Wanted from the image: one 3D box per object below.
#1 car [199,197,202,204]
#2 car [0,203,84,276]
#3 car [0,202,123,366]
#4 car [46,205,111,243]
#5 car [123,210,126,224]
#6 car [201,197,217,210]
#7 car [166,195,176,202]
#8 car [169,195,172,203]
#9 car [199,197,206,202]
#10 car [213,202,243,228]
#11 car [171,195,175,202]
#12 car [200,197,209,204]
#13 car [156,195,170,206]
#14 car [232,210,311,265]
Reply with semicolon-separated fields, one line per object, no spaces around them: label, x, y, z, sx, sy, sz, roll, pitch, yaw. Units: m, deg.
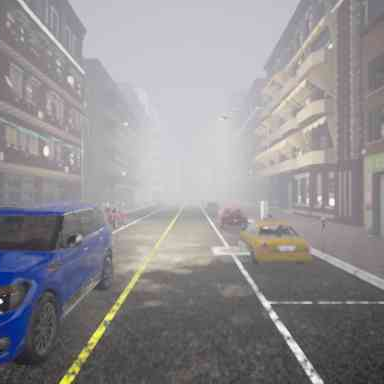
car;2.690;1.819;68.113;1.752;1.417;4.829;0;0;0
car;-5.688;1.366;11.586;2.192;1.841;5.009;0;0;0
car;-2.999;1.250;6.192;2.150;2.045;5.566;0;0;0
car;-5.689;1.516;17.221;1.967;1.590;4.097;0;0;0
car;-5.689;1.645;22.858;1.887;1.381;4.507;0;0;0
car;2.690;1.748;45.398;2.008;1.369;4.403;0;0;0
car;-5.691;1.702;90.493;2.192;1.841;5.009;0;0;0
car;-5.692;1.843;67.947;2.008;1.369;4.403;0;0;0
car;2.689;1.946;84.851;1.802;1.307;4.206;0;0;0
car;2.691;1.645;22.854;1.887;1.381;4.507;0;0;0
car;-5.692;1.884;79.219;1.887;1.381;4.507;0;0;0
car;2.689;1.882;73.579;1.947;1.339;4.313;0;0;0
car;-5.691;1.820;62.310;2.008;1.369;4.403;0;0;0
car;2.691;1.578;11.751;1.752;1.417;4.829;0;0;0
